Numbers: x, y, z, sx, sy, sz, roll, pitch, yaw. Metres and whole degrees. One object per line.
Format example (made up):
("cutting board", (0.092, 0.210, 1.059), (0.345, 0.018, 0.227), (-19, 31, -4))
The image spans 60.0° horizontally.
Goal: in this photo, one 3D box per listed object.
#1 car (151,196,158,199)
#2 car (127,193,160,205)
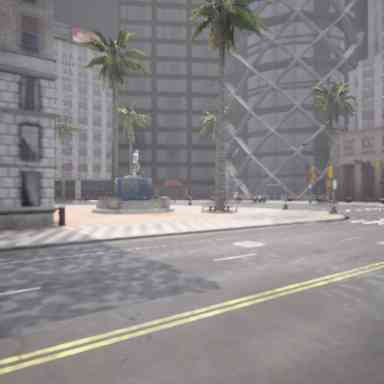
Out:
("car", (-7.272, 1.431, 55.381), (4.902, 1.511, 2.128), (0, 0, 9))
("car", (-8.569, 1.160, 59.147), (5.566, 2.045, 2.150), (0, 0, 6))
